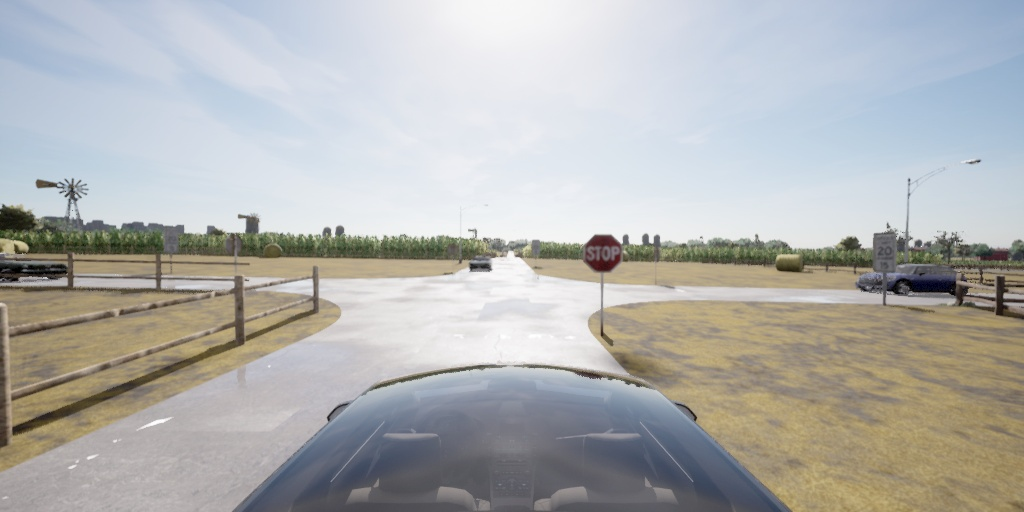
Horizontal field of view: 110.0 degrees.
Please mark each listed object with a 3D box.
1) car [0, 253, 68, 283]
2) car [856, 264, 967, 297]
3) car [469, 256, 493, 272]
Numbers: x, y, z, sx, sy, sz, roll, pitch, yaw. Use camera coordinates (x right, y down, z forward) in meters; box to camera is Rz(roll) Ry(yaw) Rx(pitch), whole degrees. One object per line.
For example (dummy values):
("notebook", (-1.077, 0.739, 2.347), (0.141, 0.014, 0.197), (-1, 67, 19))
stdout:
("car", (-24.103, 0.512, 16.916), (4.718, 1.301, 1.895), (1, 1, 0))
("car", (22.092, 1.238, 19.957), (4.553, 1.767, 2.097), (1, 1, 0))
("car", (-2.743, 0.684, 32.104), (1.895, 1.301, 4.718), (0, 1, 0))
